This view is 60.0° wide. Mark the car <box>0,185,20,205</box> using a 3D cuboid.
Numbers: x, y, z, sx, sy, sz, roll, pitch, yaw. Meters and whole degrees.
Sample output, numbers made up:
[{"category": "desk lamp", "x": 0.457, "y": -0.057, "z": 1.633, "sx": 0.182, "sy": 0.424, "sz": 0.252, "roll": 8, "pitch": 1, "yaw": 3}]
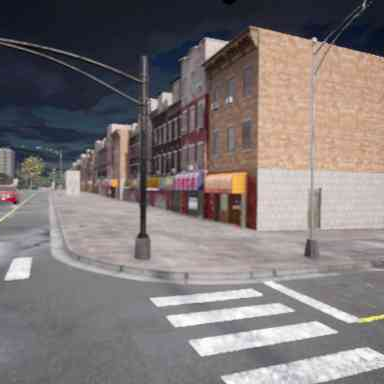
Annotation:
[{"category": "car", "x": -19.967, "y": 0.267, "z": 35.907, "sx": 2.150, "sy": 2.045, "sz": 5.566, "roll": 0, "pitch": 1, "yaw": -23}]
